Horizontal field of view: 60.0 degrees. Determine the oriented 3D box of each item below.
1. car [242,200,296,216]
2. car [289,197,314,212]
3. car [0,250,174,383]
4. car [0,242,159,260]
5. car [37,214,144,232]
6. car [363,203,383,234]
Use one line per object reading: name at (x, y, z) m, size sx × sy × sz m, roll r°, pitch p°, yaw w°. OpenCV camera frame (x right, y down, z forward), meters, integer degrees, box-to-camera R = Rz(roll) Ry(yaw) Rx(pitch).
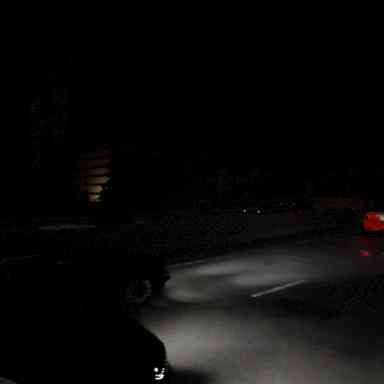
car at (6.368, 1.615, 27.967) m, size 4.718 × 1.301 × 1.895 m, roll 0°, pitch 0°, yaw -41°
car at (11.705, 1.362, 37.320) m, size 4.553 × 1.767 × 2.097 m, roll 0°, pitch 0°, yaw -41°
car at (-2.421, 1.515, 2.223) m, size 4.892 × 1.490 × 1.837 m, roll 0°, pitch 0°, yaw -36°
car at (-2.794, 1.614, 6.209) m, size 4.718 × 1.301 × 1.895 m, roll 0°, pitch 0°, yaw -37°
car at (-4.105, 1.626, 14.283) m, size 4.718 × 1.301 × 1.895 m, roll 0°, pitch 0°, yaw -39°
car at (11.084, 1.336, 17.893) m, size 4.553 × 1.767 × 2.097 m, roll 0°, pitch 0°, yaw -41°
